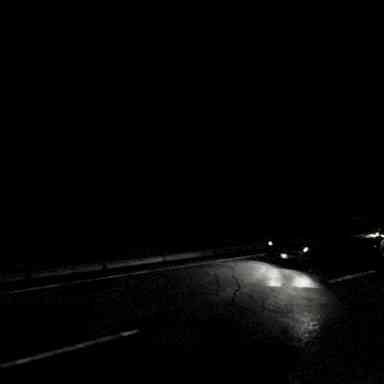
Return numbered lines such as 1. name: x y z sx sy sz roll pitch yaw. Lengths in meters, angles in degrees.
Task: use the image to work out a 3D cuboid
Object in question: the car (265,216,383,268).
1. car: 5.019 1.540 11.460 5.357 1.411 2.033 0 0 -32
